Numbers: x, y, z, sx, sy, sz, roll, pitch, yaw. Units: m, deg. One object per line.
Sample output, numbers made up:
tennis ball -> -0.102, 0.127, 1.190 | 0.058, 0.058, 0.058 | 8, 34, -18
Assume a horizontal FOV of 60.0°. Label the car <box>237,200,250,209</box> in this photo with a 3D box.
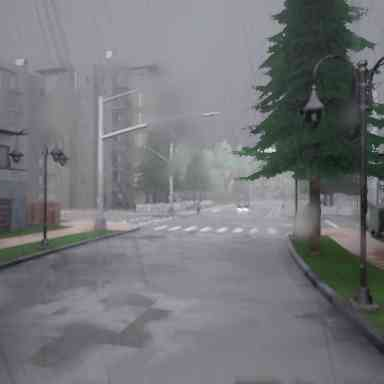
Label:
car -> 9.196, 2.146, 59.198 | 2.128, 1.511, 4.902 | 0, 0, 15
